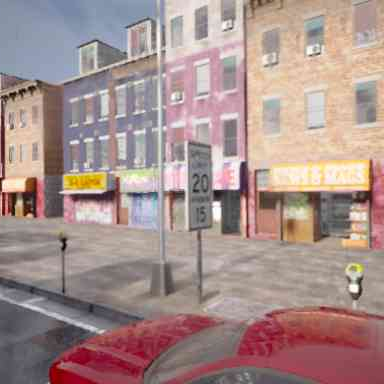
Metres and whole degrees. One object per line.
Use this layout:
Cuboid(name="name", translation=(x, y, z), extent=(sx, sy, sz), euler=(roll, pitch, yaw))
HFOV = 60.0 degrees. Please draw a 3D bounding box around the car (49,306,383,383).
Cuboid(name="car", translation=(0.816, 1.537, 2.247), extent=(4.507, 1.381, 1.887), euler=(0, 0, 35))
